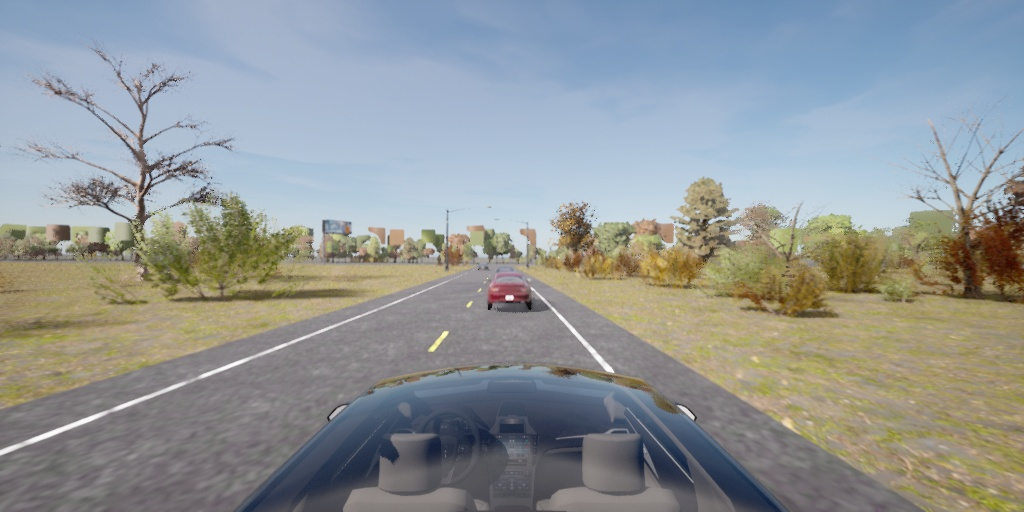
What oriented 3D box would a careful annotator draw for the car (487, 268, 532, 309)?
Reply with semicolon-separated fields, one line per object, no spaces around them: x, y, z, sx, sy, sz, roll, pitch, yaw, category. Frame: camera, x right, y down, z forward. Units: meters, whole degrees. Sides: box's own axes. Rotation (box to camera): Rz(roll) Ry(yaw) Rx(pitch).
-0.121;1.420;15.804;1.812;1.442;4.674;0;0;-1;car
